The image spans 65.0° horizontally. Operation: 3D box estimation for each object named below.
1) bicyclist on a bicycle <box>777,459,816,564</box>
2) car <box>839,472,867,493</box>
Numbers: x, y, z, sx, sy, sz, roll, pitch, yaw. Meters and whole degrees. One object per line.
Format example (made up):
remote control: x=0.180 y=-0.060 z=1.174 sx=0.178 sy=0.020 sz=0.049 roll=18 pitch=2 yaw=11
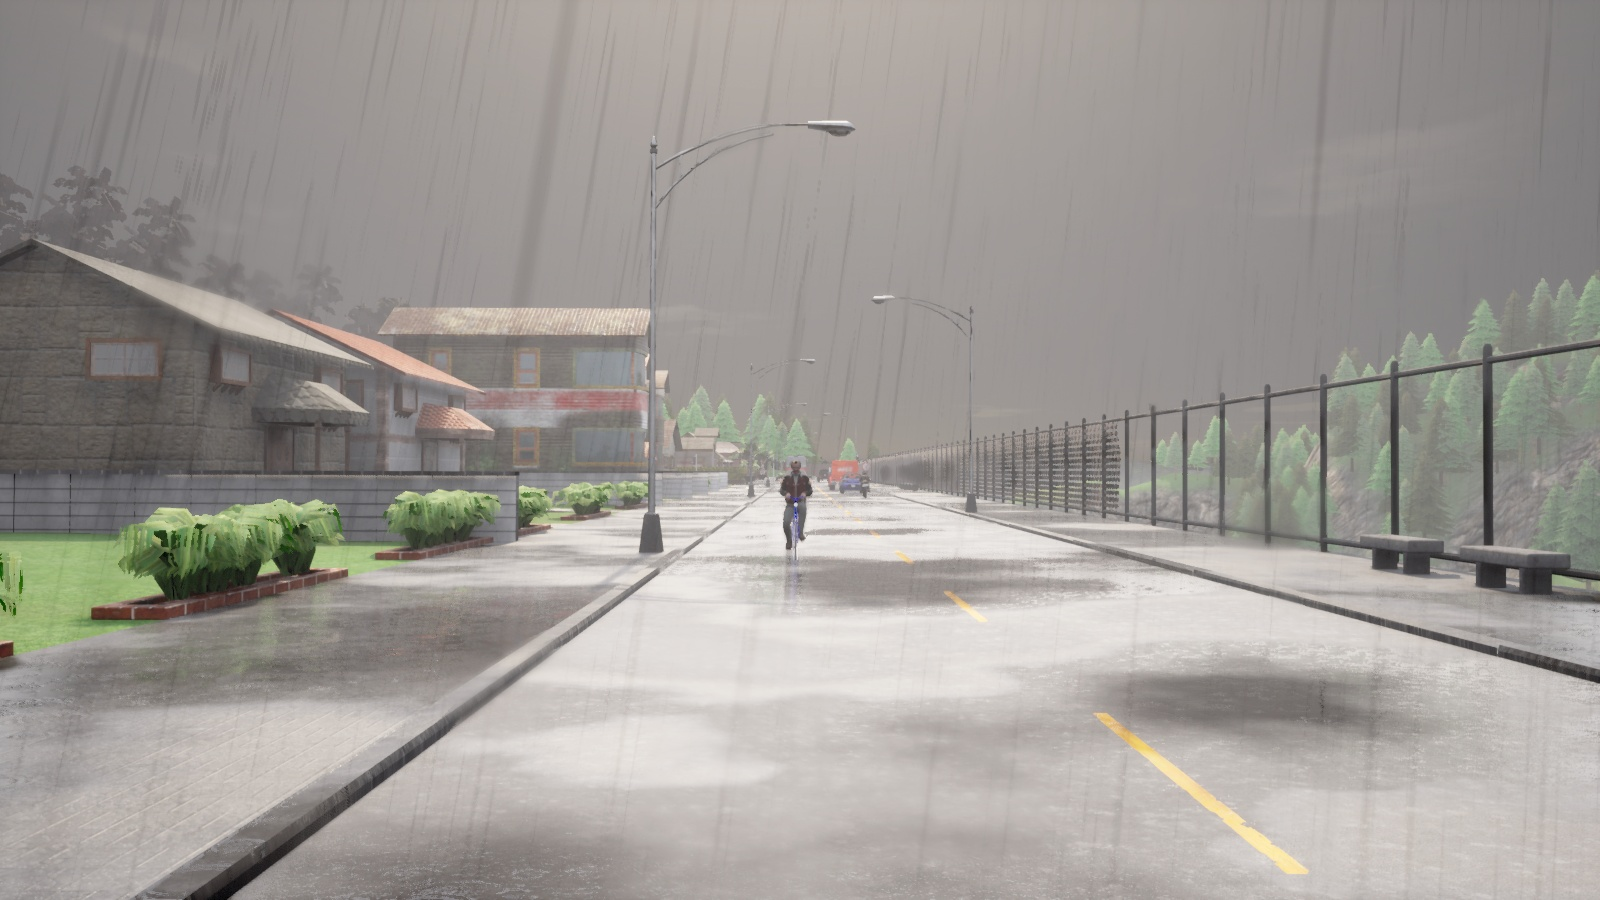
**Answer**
bicyclist on a bicycle: x=-0.067 y=1.058 z=22.225 sx=0.659 sy=1.776 sz=1.843 roll=0 pitch=-1 yaw=0
car: x=3.730 y=2.315 z=89.642 sx=1.816 sy=1.474 sz=4.193 roll=0 pitch=-1 yaw=0
